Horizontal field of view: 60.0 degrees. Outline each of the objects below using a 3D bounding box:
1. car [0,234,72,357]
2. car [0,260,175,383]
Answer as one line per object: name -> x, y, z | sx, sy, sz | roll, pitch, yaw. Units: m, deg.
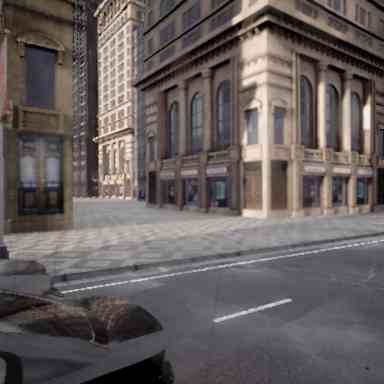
car -> -4.620, 1.538, 4.382 | 5.357, 1.411, 2.033 | 0, 0, -36
car -> -2.476, 1.471, 1.918 | 5.008, 1.535, 1.882 | 0, 0, -36
